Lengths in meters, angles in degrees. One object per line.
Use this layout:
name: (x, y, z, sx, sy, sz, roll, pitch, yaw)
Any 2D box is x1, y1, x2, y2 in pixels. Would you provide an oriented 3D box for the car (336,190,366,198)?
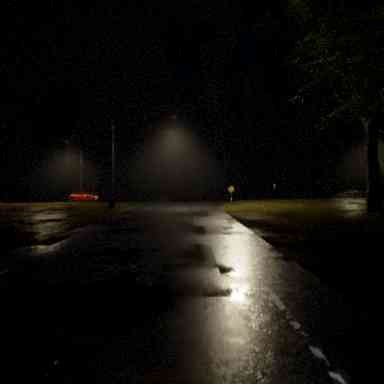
car: (28.540, 0.490, 59.797, 4.902, 1.511, 2.128, -2, -2, -1)

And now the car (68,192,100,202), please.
car: (-16.931, 0.758, 52.323, 4.553, 1.767, 2.097, -1, -2, 1)
